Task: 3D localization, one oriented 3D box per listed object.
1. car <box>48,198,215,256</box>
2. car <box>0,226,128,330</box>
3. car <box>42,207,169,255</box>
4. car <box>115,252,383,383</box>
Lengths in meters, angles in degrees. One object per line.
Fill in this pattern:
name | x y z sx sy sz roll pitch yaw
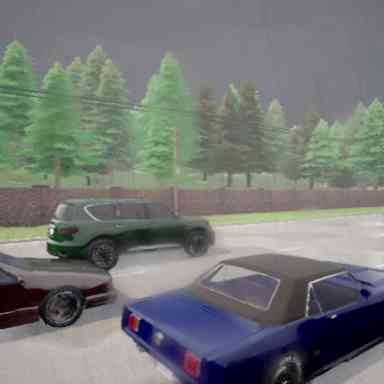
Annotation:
car | -1.824 1.220 11.042 5.566 2.045 2.150 0 0 -35
car | -3.968 1.548 5.215 5.357 1.411 2.033 0 0 -35
car | -3.535 1.503 14.120 4.892 1.490 1.837 0 0 -35
car | 1.518 1.599 4.828 4.718 1.301 1.895 0 0 -35
